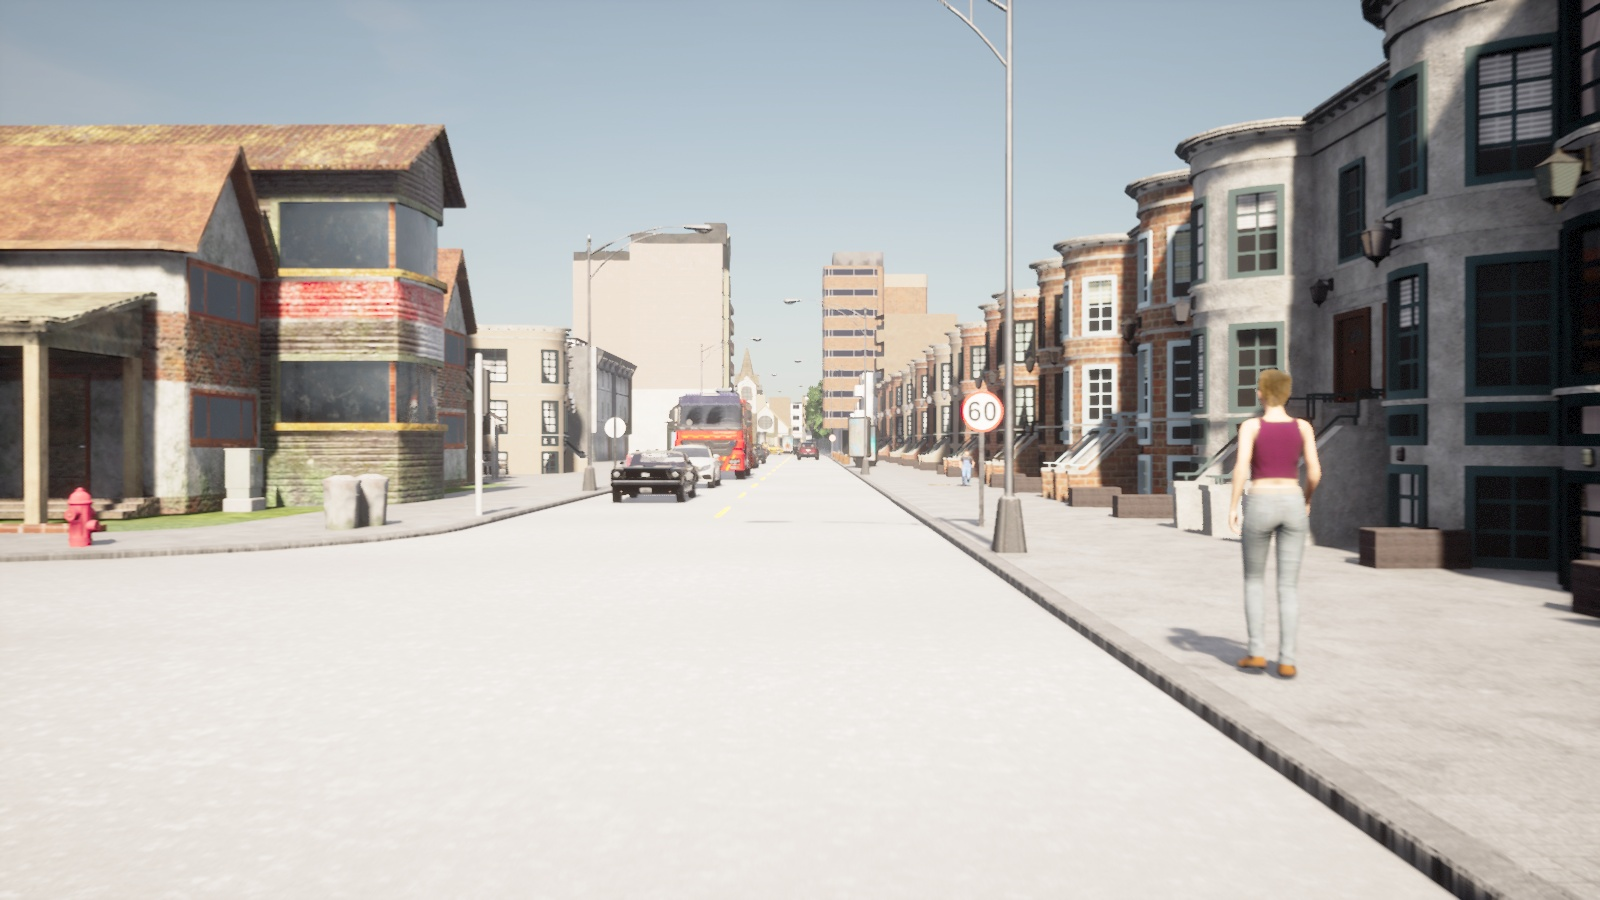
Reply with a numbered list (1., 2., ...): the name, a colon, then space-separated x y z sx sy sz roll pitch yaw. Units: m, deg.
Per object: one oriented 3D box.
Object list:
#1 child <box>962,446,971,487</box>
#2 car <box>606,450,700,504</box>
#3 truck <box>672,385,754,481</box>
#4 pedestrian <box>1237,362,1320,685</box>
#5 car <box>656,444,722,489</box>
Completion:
1. child: 5.272 0.520 39.721 0.270 1.263 0.437 0 0 4
2. car: -3.778 0.663 33.034 1.895 1.301 4.718 0 0 1
3. truck: -3.639 -0.719 54.371 2.891 3.827 8.468 0 0 0
4. pedestrian: 2.834 0.418 7.467 0.345 1.836 0.594 0 0 9
5. car: -3.717 0.535 42.827 1.812 1.442 4.674 0 0 0
